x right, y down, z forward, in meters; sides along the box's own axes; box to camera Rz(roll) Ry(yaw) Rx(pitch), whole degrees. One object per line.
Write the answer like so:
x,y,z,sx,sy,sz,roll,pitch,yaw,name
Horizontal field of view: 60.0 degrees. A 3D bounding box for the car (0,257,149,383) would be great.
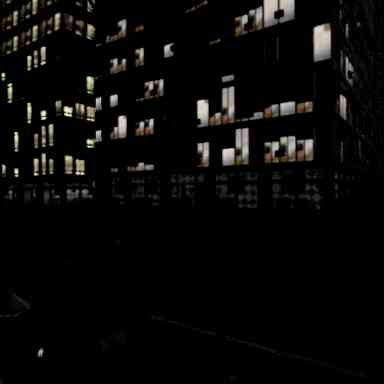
-2.506,1.609,4.656,4.313,1.339,1.947,-1,0,35,car
